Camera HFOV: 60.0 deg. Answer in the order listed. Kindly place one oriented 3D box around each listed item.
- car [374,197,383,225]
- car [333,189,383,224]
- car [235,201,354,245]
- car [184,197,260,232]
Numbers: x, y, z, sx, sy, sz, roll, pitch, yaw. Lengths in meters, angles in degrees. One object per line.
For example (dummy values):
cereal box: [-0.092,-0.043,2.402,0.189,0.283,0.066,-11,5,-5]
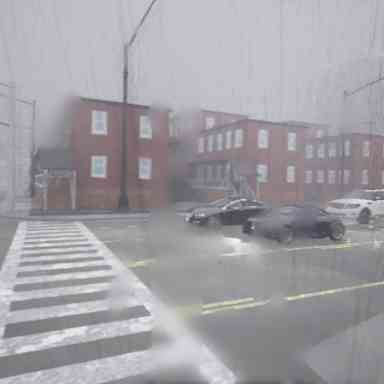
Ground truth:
car: [12.195,1.199,17.357,5.008,1.535,1.882,0,2,-25]
car: [11.041,0.816,20.668,5.566,2.045,2.150,0,2,-25]
car: [4.175,1.226,13.563,4.181,1.385,1.994,0,2,-25]
car: [2.004,1.018,16.404,4.902,1.511,2.128,0,2,-25]
